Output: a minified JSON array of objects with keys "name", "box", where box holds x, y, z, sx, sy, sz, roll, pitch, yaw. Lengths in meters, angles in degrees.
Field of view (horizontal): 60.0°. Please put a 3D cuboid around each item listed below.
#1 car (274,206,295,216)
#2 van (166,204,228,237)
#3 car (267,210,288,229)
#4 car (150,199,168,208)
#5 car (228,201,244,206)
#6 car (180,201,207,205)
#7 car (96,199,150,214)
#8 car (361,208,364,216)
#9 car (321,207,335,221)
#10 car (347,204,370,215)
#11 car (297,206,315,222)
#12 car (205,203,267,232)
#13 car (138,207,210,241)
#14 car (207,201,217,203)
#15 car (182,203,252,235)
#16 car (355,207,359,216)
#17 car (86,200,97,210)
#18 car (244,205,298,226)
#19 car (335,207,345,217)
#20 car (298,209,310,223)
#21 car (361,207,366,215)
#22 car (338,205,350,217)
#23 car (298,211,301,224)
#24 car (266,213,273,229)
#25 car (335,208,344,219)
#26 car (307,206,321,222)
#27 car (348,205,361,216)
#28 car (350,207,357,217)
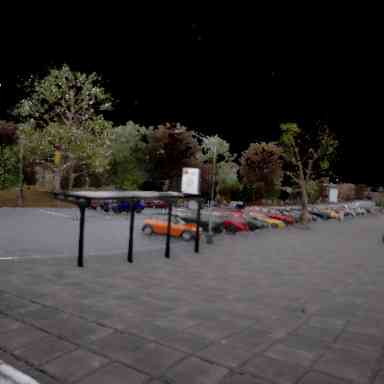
[{"name":"car","box":[16.236,3.351,58.155,1.837,1.490,4.892,6,1,36]},{"name":"van","box":[0.315,2.485,27.513,4.442,1.987,1.878,6,2,16]},{"name":"car","box":[7.642,3.083,37.178,5.366,1.575,1.946,6,2,16]},{"name":"car","box":[-5.101,1.765,48.602,1.882,1.535,5.008,6,2,36]},{"name":"car","box":[8.019,2.434,61.704,2.097,1.767,4.553,6,1,36]},{"name":"car","box":[-0.425,2.185,49.997,2.033,1.411,5.357,6,2,36]},{"name":"car","box":[-8.041,1.484,39.397,2.150,2.045,5.566,6,2,35]},{"name":"car","box":[37.140,4.788,78.685,4.674,1.452,2.002,6,2,16]},{"name":"car","box":[19.746,3.450,54.290,5.566,2.045,2.435,6,1,16]},{"name":"car","box":[40.690,4.684,83.559,5.566,2.045,2.435,6,2,16]},{"name":"car","box":[14.496,3.295,46.964,4.553,1.767,2.185,6,2,16]},{"name":"car","box":[4.000,2.648,32.340,5.566,2.045,2.435,6,2,16]},{"name":"car","box":[-1.404,2.504,25.079,4.553,1.767,2.185,6,2,16]},{"name":"car","box":[3.319,2.281,60.321,1.994,1.385,4.181,6,1,36]},{"name":"car","box":[2.176,2.556,29.914,5.566,2.045,2.435,6,2,16]},{"name":"car","box":[33.651,4.580,73.809,4.674,1.452,2.002,6,2,16]},{"name":"car","box":[-10.722,1.488,40.829,1.882,1.535,5.008,6,2,36]},{"name":"car","box":[9.265,2.907,39.652,5.566,2.045,2.435,6,2,16]},{"name":"car","box":[24.748,3.979,61.660,5.366,1.575,1.946,6,2,16]},{"name":"car","box":[12.713,3.330,44.536,4.892,1.521,2.231,6,2,16]},{"name":"car","box":[38.920,4.872,81.130,4.792,1.488,2.163,6,1,16]},{"name":"car","box":[26.668,3.854,64.047,5.566,2.045,2.435,6,2,16]},{"name":"car","box":[10.988,3.272,42.101,4.792,1.488,2.163,6,2,16]},{"name":"car","box":[5.703,3.022,34.795,4.674,1.452,2.002,6,2,16]},{"name":"car","box":[23.362,3.913,59.128,5.366,1.575,1.946,6,1,16]},{"name":"car","box":[16.183,3.379,49.427,4.553,1.767,2.185,6,1,16]},{"name":"car","box":[35.440,4.522,76.235,4.553,1.767,2.185,6,2,16]},{"name":"car","box":[31.902,4.433,71.375,5.008,1.535,2.097,6,1,16]}]
